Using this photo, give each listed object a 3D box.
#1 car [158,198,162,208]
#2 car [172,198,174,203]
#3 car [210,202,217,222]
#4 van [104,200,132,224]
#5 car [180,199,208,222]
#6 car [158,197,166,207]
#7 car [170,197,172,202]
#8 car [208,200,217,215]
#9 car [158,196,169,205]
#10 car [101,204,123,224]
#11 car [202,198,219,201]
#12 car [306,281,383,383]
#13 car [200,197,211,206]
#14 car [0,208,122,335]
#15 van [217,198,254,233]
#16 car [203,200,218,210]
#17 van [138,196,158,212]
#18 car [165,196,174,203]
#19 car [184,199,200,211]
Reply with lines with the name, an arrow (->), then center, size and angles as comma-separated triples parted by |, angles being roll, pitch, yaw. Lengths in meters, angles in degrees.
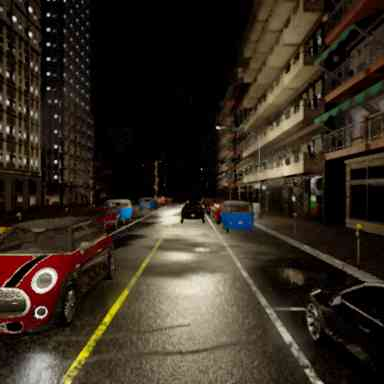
car -> -5.759, 1.866, 47.758 | 1.802, 1.307, 4.206 | 0, 0, 0
car -> -5.796, 2.018, 75.396 | 2.008, 1.369, 4.403 | 0, 0, 0
car -> 2.651, 1.693, 25.659 | 1.887, 1.381, 4.507 | 0, 0, 0
van -> -5.731, 1.490, 25.650 | 1.690, 1.788, 3.998 | 0, 0, 0
car -> 0.061, 1.638, 27.647 | 1.882, 1.535, 5.008 | 0, 0, 0
car -> -5.767, 1.871, 53.286 | 2.008, 1.369, 4.403 | 0, 0, 0
car -> -5.789, 1.975, 69.868 | 1.887, 1.381, 4.507 | 0, 0, 0
car -> 2.643, 1.732, 31.186 | 2.008, 1.369, 4.403 | 0, 0, 0
car -> -5.776, 1.671, 58.815 | 2.192, 1.841, 5.009 | 0, 0, 0
car -> -5.723, 1.661, 20.121 | 1.887, 1.381, 4.507 | 0, 0, 0
car -> 2.633, 1.530, 36.716 | 2.192, 1.841, 5.009 | 0, 0, 0
car -> 2.679, 1.587, 3.549 | 1.947, 1.339, 4.313 | 0, 0, 0
car -> 2.598, 1.833, 64.352 | 1.967, 1.590, 4.097 | 0, 0, 0
car -> -3.102, 1.393, 7.093 | 2.097, 1.767, 4.553 | 0, 0, 0
van -> 2.657, 1.457, 20.132 | 1.690, 1.788, 3.998 | 0, 0, 0
car -> 2.621, 1.850, 47.768 | 1.947, 1.339, 4.313 | 0, 0, 0
van -> -5.753, 1.590, 42.232 | 1.690, 1.788, 3.998 | 0, 0, 0
car -> -5.812, 1.983, 86.451 | 1.967, 1.590, 4.097 | 0, 0, 0
car -> 0.039, 1.761, 45.721 | 2.128, 1.511, 4.902 | 0, 0, 0
